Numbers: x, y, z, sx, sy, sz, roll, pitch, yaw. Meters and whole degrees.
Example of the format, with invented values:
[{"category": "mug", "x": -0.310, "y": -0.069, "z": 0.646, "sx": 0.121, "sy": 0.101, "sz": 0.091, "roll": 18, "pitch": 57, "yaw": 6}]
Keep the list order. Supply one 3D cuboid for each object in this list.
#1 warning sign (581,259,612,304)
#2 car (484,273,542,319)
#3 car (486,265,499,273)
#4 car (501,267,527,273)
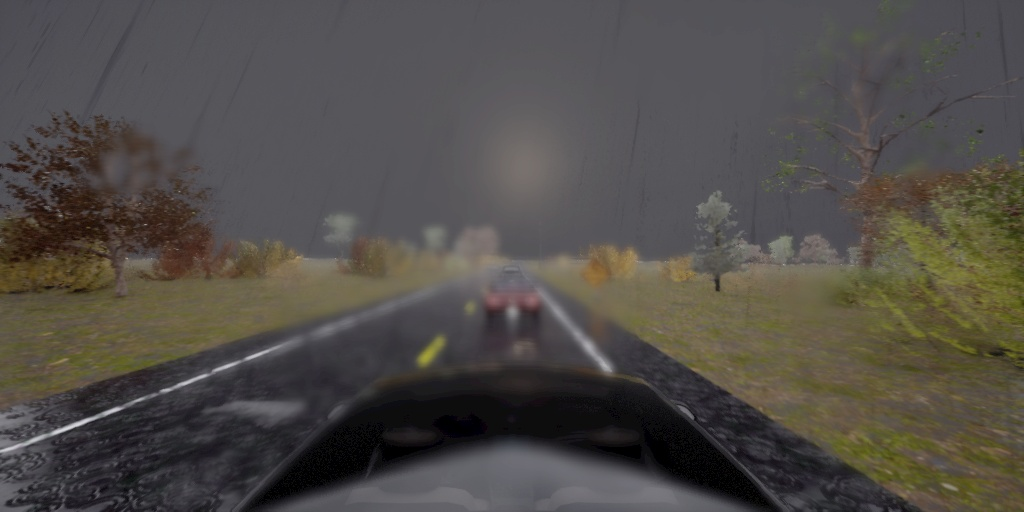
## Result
[{"category": "warning sign", "x": 3.575, "y": 1.035, "z": 15.075, "sx": 1.300, "sy": 1.860, "sz": 1.060, "roll": 0, "pitch": 0, "yaw": 0}, {"category": "car", "x": 0.060, "y": 1.501, "z": 13.570, "sx": 1.895, "sy": 1.301, "sz": 4.718, "roll": 0, "pitch": -1, "yaw": 1}, {"category": "car", "x": -3.174, "y": 2.095, "z": 59.788, "sx": 1.895, "sy": 1.301, "sz": 4.718, "roll": 0, "pitch": -1, "yaw": 1}, {"category": "car", "x": 0.139, "y": 1.606, "z": 29.252, "sx": 1.837, "sy": 1.490, "sz": 4.892, "roll": 0, "pitch": 0, "yaw": 1}]
